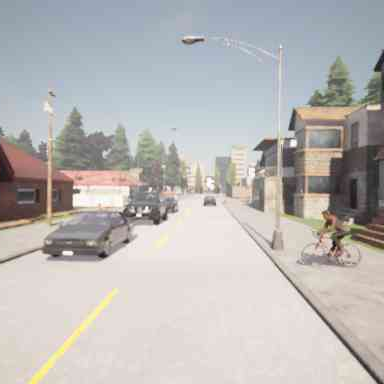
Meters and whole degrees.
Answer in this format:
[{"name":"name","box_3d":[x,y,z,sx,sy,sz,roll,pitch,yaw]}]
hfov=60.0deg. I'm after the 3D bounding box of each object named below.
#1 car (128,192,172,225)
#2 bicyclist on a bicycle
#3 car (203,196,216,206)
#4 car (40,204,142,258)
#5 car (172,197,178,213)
[{"name":"car","box_3d":[-2.982,1.010,22.620,2.150,2.045,5.566,1,0,4]},{"name":"bicyclist on a bicycle","box_3d":[3.895,1.322,9.304,1.656,1.620,0.582,1,0,3]},{"name":"car","box_3d":[2.552,1.225,47.616,2.033,1.411,5.357,1,0,3]},{"name":"car","box_3d":[-3.531,1.405,12.495,2.033,1.411,5.357,1,0,3]},{"name":"car","box_3d":[-2.410,1.226,32.626,1.837,1.490,4.892,1,0,3]}]
